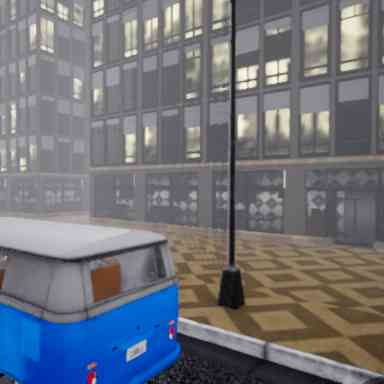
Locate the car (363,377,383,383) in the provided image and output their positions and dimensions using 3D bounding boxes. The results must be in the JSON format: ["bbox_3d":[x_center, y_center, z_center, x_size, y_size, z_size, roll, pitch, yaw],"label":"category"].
[{"bbox_3d":[2.619,1.556,1.040,4.313,1.339,1.947,1,1,35],"label":"car"}]

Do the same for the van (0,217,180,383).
[{"bbox_3d":[-2.059,1.282,4.280,3.998,1.788,1.690,1,1,35],"label":"van"}]
